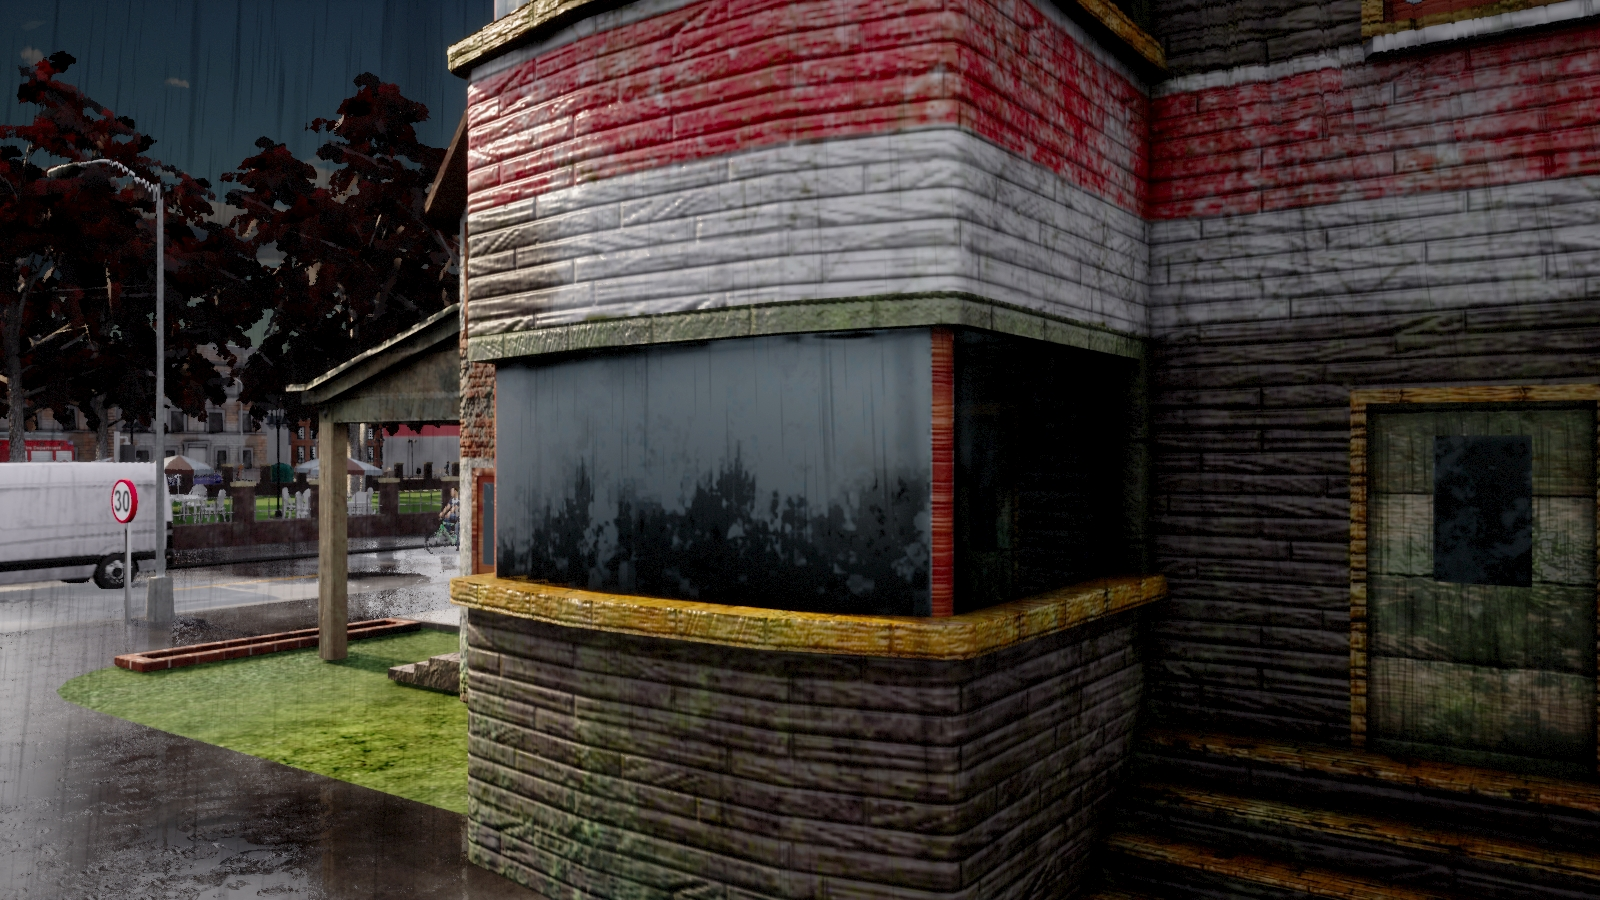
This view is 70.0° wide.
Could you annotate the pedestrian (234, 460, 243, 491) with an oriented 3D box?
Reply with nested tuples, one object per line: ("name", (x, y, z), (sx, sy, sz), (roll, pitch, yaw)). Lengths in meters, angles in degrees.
("pedestrian", (-33.471, 1.524, 68.113), (0.375, 1.860, 0.375), (0, 0, -38))

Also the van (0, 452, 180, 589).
("van", (-15.521, 1.315, 22.107), (1.988, 2.561, 5.915), (0, 0, 35))
